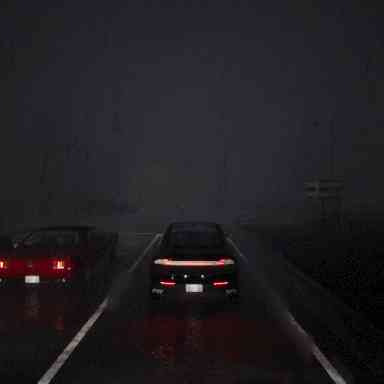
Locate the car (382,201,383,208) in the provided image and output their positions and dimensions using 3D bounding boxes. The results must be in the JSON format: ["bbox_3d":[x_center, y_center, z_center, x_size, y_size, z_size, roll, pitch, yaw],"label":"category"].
[{"bbox_3d":[25.290,1.477,39.476,5.008,1.535,1.882,0,0,-1],"label":"car"}]

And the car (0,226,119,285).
[{"bbox_3d":[-3.432,1.601,9.415,1.895,1.301,4.718,0,0,0],"label":"car"}]

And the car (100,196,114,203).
[{"bbox_3d":[-18.477,1.524,72.196,1.812,1.442,4.674,0,0,0],"label":"car"}]

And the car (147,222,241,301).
[{"bbox_3d":[0.060,1.491,8.329,2.128,1.511,4.902,0,0,0],"label":"car"}]

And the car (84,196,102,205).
[{"bbox_3d":[-18.480,1.477,62.095,1.882,1.535,5.008,0,0,0],"label":"car"}]

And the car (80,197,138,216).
[{"bbox_3d":[-7.753,1.477,32.146,5.008,1.535,1.882,0,0,-1],"label":"car"}]

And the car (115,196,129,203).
[{"bbox_3d":[-14.977,1.552,71.518,1.994,1.385,4.181,0,0,0],"label":"car"}]
